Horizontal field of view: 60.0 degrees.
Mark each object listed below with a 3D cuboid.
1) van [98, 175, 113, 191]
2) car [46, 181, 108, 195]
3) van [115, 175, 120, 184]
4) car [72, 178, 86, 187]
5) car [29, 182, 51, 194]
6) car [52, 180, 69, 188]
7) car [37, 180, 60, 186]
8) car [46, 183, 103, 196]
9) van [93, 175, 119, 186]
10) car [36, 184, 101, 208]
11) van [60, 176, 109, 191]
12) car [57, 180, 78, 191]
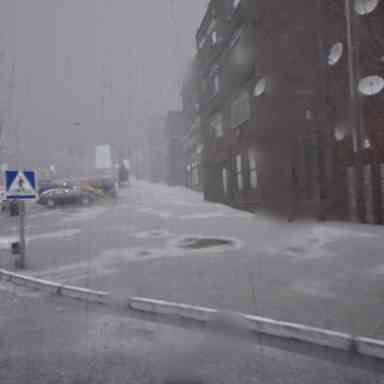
[{"bbox_3d":[-13.952,-1.041,47.032,4.442,1.987,1.878,-3,5,-29],"label":"van"},{"bbox_3d":[-12.100,0.024,35.015,5.366,1.575,1.946,-3,5,-29],"label":"car"},{"bbox_3d":[-15.662,-1.894,59.156,4.442,1.987,1.878,-3,4,-29],"label":"van"},{"bbox_3d":[-21.526,-1.771,63.562,1.812,1.442,4.674,-2,4,-9],"label":"car"},{"bbox_3d":[-22.435,-0.674,49.281,1.812,1.442,4.674,-3,4,-10],"label":"car"},{"bbox_3d":[-24.593,-1.537,62.180,1.994,1.385,4.181,-2,4,-9],"label":"car"},{"bbox_3d":[-17.714,-0.446,40.161,2.150,2.045,5.566,-2,4,-9],"label":"car"},{"bbox_3d":[-11.459,0.268,32.108,4.674,1.452,2.002,-3,5,-29],"label":"car"},{"bbox_3d":[-16.816,-2.302,65.037,4.442,1.987,1.878,-3,5,-29],"label":"van"},{"bbox_3d":[-10.993,0.439,29.106,4.892,1.521,2.231,-3,4,-29],"label":"car"},{"bbox_3d":[-12.319,-0.424,38.149,4.442,1.987,1.878,-3,4,-29],"label":"van"},{"bbox_3d":[-19.951,-1.114,53.643,2.128,1.511,4.902,-2,4,-9],"label":"car"}]
